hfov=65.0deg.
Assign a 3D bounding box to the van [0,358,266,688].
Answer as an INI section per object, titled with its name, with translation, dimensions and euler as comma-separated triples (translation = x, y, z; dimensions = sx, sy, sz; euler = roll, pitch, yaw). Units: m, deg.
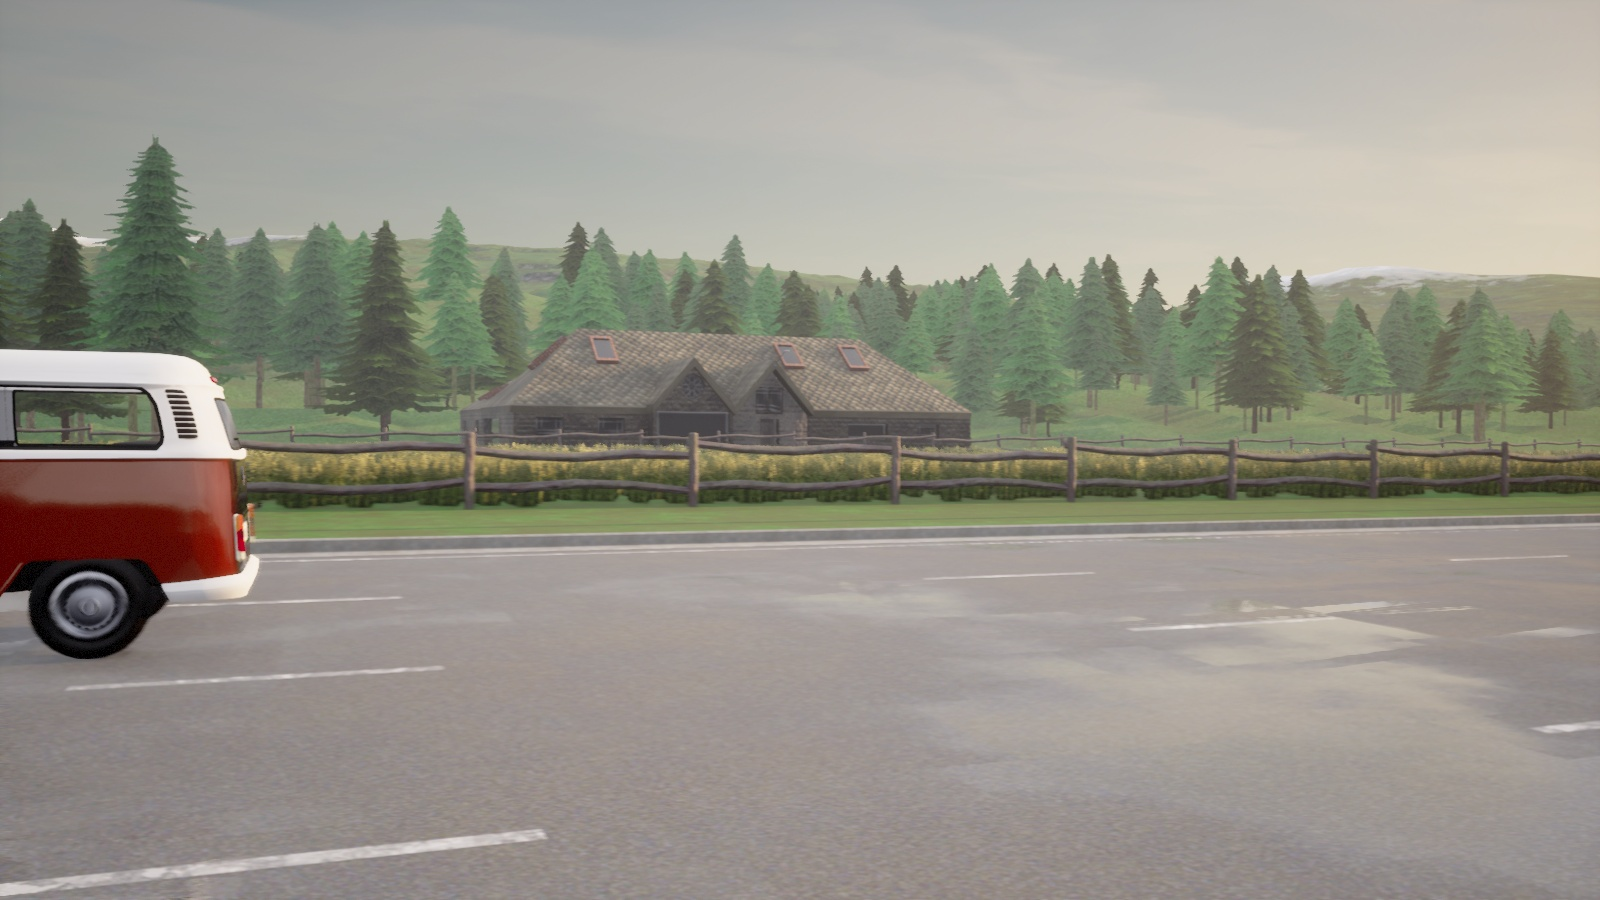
[van]
translation = -6.068, 0.452, 8.414
dimensions = 4.480, 2.038, 2.069
euler = -1, 1, -21
